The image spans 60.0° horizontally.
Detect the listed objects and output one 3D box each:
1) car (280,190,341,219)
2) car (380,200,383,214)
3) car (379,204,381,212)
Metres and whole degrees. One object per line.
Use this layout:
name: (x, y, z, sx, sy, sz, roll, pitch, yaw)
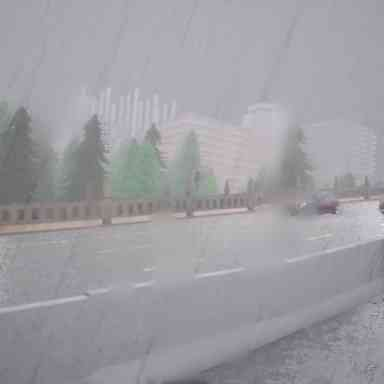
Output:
car: (8.074, 0.789, 22.642, 4.553, 1.767, 2.097, -2, 1, -35)
car: (12.253, 0.652, 17.025, 5.566, 2.045, 2.150, -3, 1, -35)
car: (14.937, 0.718, 23.232, 4.902, 1.511, 2.128, -3, 1, -35)
